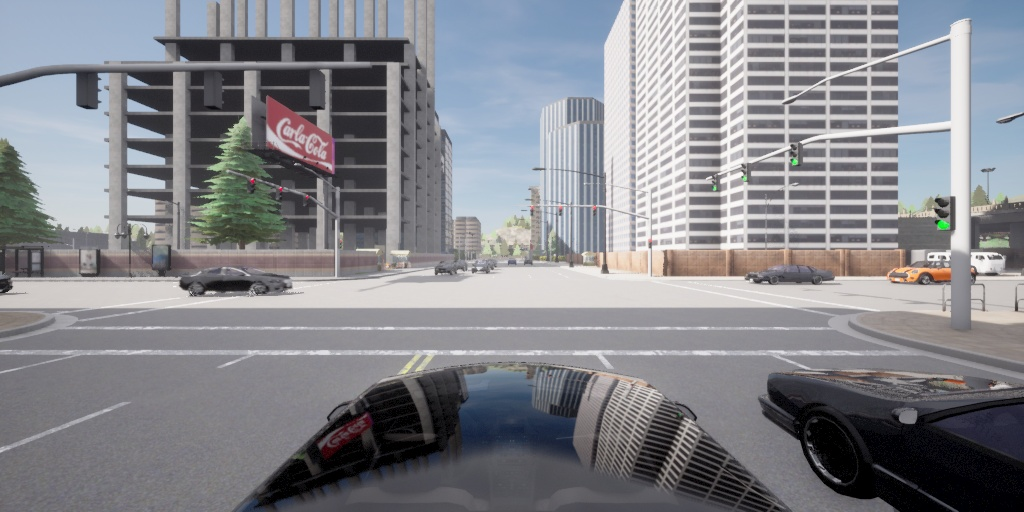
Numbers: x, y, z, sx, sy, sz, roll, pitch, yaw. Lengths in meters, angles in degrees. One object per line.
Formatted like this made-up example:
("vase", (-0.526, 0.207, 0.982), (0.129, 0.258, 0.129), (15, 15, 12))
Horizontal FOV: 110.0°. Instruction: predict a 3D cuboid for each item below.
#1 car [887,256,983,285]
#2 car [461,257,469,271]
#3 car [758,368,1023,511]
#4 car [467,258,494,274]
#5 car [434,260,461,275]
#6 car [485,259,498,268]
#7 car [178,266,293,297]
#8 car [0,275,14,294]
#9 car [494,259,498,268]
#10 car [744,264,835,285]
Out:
("car", (29.657, 1.102, 25.477), (4.553, 1.767, 2.097), (0, 0, 1))
("car", (-7.075, 1.255, 48.163), (1.837, 1.490, 4.892), (0, 0, 0))
("car", (3.597, 1.297, 1.411), (2.033, 1.411, 5.357), (0, 0, 0))
("car", (-3.580, 1.241, 41.749), (2.128, 1.511, 4.902), (0, 0, 0))
("car", (-7.081, 1.255, 38.750), (1.837, 1.490, 4.892), (0, 0, 0))
("car", (-3.540, 1.255, 62.201), (1.837, 1.490, 4.892), (0, 0, 0))
("car", (-14.049, 1.242, 18.407), (4.902, 1.511, 2.128), (0, 0, -5))
("car", (-28.396, 1.228, 18.025), (5.008, 1.535, 1.882), (0, 0, 0))
("car", (-3.573, 1.241, 51.816), (2.128, 1.511, 4.902), (0, 0, 0))
("car", (19.648, 1.297, 25.457), (5.357, 1.411, 2.033), (0, 0, 0))
